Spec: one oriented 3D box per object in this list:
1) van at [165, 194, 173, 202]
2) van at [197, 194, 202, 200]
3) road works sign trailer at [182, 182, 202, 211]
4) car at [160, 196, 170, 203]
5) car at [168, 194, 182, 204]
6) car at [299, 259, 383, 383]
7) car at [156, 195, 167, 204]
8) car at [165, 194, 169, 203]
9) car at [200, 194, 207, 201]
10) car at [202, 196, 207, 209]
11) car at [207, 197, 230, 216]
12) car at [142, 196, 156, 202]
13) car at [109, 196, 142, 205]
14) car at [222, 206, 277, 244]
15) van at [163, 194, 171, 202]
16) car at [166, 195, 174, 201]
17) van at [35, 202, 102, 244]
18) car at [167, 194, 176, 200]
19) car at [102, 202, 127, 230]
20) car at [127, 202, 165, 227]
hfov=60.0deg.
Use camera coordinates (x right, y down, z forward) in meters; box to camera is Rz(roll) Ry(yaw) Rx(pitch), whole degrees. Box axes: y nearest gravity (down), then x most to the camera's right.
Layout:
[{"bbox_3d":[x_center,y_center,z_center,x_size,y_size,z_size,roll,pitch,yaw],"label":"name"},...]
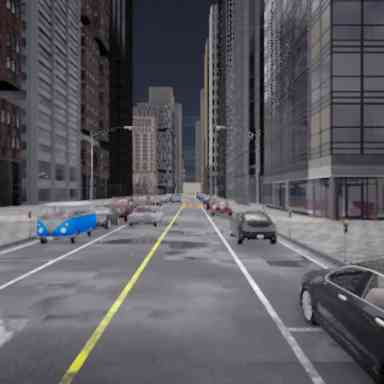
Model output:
[{"bbox_3d":[-5.775,1.441,83.292,1.690,1.788,3.998,0,0,0],"label":"van"},{"bbox_3d":[2.751,1.434,77.657,1.690,1.788,3.998,0,0,0],"label":"van"},{"bbox_3d":[-0.005,0.510,41.199,2.380,3.560,2.880,0,0,0],"label":"road works sign trailer"},{"bbox_3d":[-5.773,1.611,71.840,1.752,1.417,4.829,0,0,0],"label":"car"},{"bbox_3d":[-3.026,1.578,64.447,1.837,1.490,4.892,0,0,1],"label":"car"},{"bbox_3d":[2.759,1.554,4.329,2.008,1.369,4.403,0,0,0],"label":"car"},{"bbox_3d":[-5.771,1.629,55.088,1.947,1.339,4.313,0,0,0],"label":"car"},{"bbox_3d":[-5.772,1.629,66.369,2.008,1.369,4.403,0,0,0],"label":"car"},{"bbox_3d":[2.753,1.616,60.734,1.887,1.381,4.507,0,0,0],"label":"car"},{"bbox_3d":[2.755,1.615,43.812,1.947,1.339,4.313,0,0,0],"label":"car"},{"bbox_3d":[2.756,1.474,32.531,1.967,1.590,4.097,0,0,0],"label":"car"},{"bbox_3d":[-5.771,1.356,38.166,2.192,1.841,5.009,0,0,0],"label":"car"},{"bbox_3d":[-5.769,1.341,26.884,2.192,1.841,5.009,0,0,0],"label":"car"},{"bbox_3d":[2.758,1.564,15.610,2.008,1.369,4.403,0,0,0],"label":"car"},{"bbox_3d":[-5.774,1.434,77.651,1.690,1.788,3.998,0,0,0],"label":"van"},{"bbox_3d":[-5.775,1.548,88.932,1.967,1.590,4.097,0,0,0],"label":"car"},{"bbox_3d":[-5.768,1.355,15.603,1.690,1.788,3.998,0,0,0],"label":"van"},{"bbox_3d":[-5.776,1.430,94.574,2.192,1.841,5.009,0,0,0],"label":"car"},{"bbox_3d":[-5.768,1.570,21.243,2.008,1.369,4.403,0,0,0],"label":"car"},{"bbox_3d":[-3.102,1.622,22.788,1.895,1.301,4.718,0,0,0],"label":"car"}]
